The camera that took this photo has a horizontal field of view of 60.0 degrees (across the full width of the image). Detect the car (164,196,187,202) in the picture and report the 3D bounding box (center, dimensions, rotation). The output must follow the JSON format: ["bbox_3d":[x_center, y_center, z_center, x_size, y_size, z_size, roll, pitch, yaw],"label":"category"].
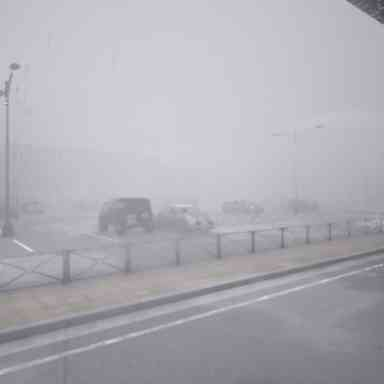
[{"bbox_3d":[-2.990,1.464,49.502,1.905,1.878,3.866,0,-1,-37],"label":"car"}]

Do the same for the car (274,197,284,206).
[{"bbox_3d":[16.151,1.597,54.735,1.970,1.475,3.806,0,-1,-37],"label":"car"}]

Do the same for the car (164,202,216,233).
[{"bbox_3d":[-0.431,1.504,19.252,1.970,1.475,3.806,0,-1,-37],"label":"car"}]

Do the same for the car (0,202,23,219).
[{"bbox_3d":[-17.022,1.701,29.991,2.007,1.523,4.514,0,-1,-37],"label":"car"}]

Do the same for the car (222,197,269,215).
[{"bbox_3d":[4.953,1.479,32.874,2.007,1.523,4.514,0,-1,-37],"label":"car"}]

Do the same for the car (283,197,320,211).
[{"bbox_3d":[13.021,1.453,38.771,1.845,1.501,3.633,0,-1,-37],"label":"car"}]

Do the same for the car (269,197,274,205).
[{"bbox_3d":[14.145,1.663,62.476,1.845,1.501,3.633,0,-1,-37],"label":"car"}]

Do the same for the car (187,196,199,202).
[{"bbox_3d":[-0.896,1.476,51.559,1.932,1.855,4.605,0,-1,-37],"label":"car"}]

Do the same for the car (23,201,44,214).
[{"bbox_3d":[-18.258,1.705,37.838,1.970,1.475,3.806,0,-1,-37],"label":"car"}]

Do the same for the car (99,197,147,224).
[{"bbox_3d":[-5.497,1.345,26.055,1.932,1.855,4.605,0,-1,-37],"label":"car"}]

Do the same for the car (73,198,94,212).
[{"bbox_3d":[-13.286,1.600,41.908,2.152,1.636,5.027,0,-1,-37],"label":"car"}]

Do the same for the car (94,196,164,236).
[{"bbox_3d":[-3.473,1.243,17.773,1.905,1.878,3.866,0,-1,-37],"label":"car"}]
